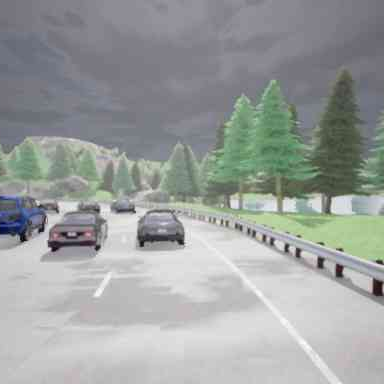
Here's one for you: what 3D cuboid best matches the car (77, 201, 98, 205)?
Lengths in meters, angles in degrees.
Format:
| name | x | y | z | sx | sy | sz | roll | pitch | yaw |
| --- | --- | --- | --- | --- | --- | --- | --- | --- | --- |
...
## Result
| name | x | y | z | sx | sy | sz | roll | pitch | yaw |
| --- | --- | --- | --- | --- | --- | --- | --- | --- | --- |
| car | -10.222 | 1.492 | 32.744 | 1.895 | 1.301 | 4.718 | 0 | 0 | -23 |

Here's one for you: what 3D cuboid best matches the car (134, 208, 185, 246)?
| name | x | y | z | sx | sy | sz | roll | pitch | yaw |
| --- | --- | --- | --- | --- | --- | --- | --- | --- | --- |
| car | -1.497 | 1.503 | 15.197 | 1.994 | 1.385 | 4.181 | 0 | 0 | -9 |

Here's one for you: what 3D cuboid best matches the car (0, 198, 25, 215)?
| name | x | y | z | sx | sy | sz | roll | pitch | yaw |
| --- | --- | --- | --- | --- | --- | --- | --- | --- | --- |
| car | -18.121 | 1.406 | 33.366 | 2.128 | 1.511 | 4.902 | 0 | 0 | -24 |

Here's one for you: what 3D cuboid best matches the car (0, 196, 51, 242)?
| name | x | y | z | sx | sy | sz | roll | pitch | yaw |
| --- | --- | --- | --- | --- | --- | --- | --- | --- | --- |
| car | -8.658 | 1.180 | 16.093 | 2.150 | 2.045 | 5.566 | 0 | 0 | -12 |

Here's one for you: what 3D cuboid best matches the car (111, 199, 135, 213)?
| name | x | y | z | sx | sy | sz | roll | pitch | yaw |
| --- | --- | --- | --- | --- | --- | --- | --- | --- | --- |
| car | -7.265 | 1.438 | 34.637 | 1.994 | 1.385 | 4.181 | 0 | 0 | -23 |

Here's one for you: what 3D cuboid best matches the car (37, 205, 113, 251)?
| name | x | y | z | sx | sy | sz | roll | pitch | yaw |
| --- | --- | --- | --- | --- | --- | --- | --- | --- | --- |
| car | -4.609 | 1.501 | 13.958 | 2.033 | 1.411 | 5.357 | 0 | 0 | -10 |

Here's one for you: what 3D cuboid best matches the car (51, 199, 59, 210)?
| name | x | y | z | sx | sy | sz | roll | pitch | yaw |
| --- | --- | --- | --- | --- | --- | --- | --- | --- | --- |
| car | -15.207 | 1.421 | 35.376 | 1.812 | 1.442 | 4.674 | 0 | 0 | -25 |
